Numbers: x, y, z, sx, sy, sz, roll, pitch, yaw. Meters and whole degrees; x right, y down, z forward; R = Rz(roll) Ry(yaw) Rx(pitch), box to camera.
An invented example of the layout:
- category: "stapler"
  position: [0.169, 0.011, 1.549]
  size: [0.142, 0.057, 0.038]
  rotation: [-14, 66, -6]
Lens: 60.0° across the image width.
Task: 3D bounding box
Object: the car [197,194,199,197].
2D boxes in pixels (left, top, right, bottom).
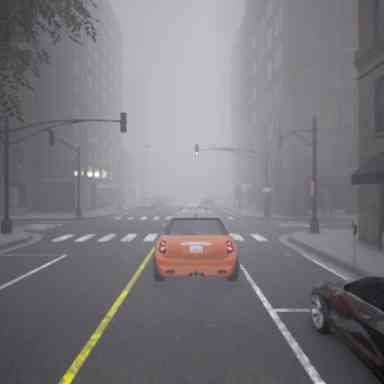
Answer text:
- category: "car"
  position: [2.857, 1.627, 85.661]
  size: [1.752, 1.417, 4.829]
  rotation: [0, 0, 0]

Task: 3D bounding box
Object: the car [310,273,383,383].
- category: "car"
  position: [2.856, 1.570, 3.872]
  size: [1.947, 1.339, 4.313]
  rotation: [0, 0, 0]

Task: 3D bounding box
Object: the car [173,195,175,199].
- category: "car"
  position: [-5.669, 1.394, 74.566]
  size: [2.192, 1.841, 5.009]
  rotation: [0, 0, 0]

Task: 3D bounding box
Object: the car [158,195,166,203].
- category: "car"
  position: [-5.668, 1.589, 52.762]
  size: [1.887, 1.381, 4.507]
  rotation: [0, 0, 0]

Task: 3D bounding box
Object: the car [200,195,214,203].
- category: "car"
  position: [2.856, 1.492, 58.249]
  size: [1.967, 1.590, 4.097]
  rotation: [0, 0, 0]

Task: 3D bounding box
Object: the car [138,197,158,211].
- category: "car"
  position: [-5.668, 1.557, 41.691]
  size: [1.752, 1.417, 4.829]
  rotation: [0, 0, 0]

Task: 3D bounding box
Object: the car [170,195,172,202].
- category: "car"
  position: [-5.668, 1.620, 69.114]
  size: [2.008, 1.369, 4.403]
  rotation: [0, 0, 0]

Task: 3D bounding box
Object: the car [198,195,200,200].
- category: "car"
  position: [2.857, 1.620, 69.146]
  size: [2.008, 1.369, 4.403]
  rotation: [0, 0, 0]

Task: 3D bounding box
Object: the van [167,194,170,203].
- category: "van"
  position: [-5.669, 1.401, 63.664]
  size: [1.690, 1.788, 3.998]
  rotation: [0, 0, 0]

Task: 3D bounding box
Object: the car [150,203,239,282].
- category: "car"
  position: [0.100, 1.362, 9.941]
  size: [2.097, 1.767, 4.553]
  rotation: [0, 0, 0]

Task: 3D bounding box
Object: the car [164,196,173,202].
- category: "car"
  position: [-5.668, 1.615, 79.846]
  size: [1.752, 1.417, 4.829]
  rotation: [0, 0, 0]

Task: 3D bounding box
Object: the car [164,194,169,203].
- category: "car"
  position: [-5.668, 1.597, 58.213]
  size: [1.887, 1.381, 4.507]
  rotation: [0, 0, 0]

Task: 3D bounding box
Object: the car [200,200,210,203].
- category: "car"
  position: [0.101, 1.543, 24.204]
  size: [1.812, 1.442, 4.674]
  rotation: [0, 0, 0]

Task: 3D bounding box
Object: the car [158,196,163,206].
- category: "car"
  position: [-5.668, 1.589, 47.311]
  size: [2.008, 1.369, 4.403]
  rotation: [0, 0, 0]
